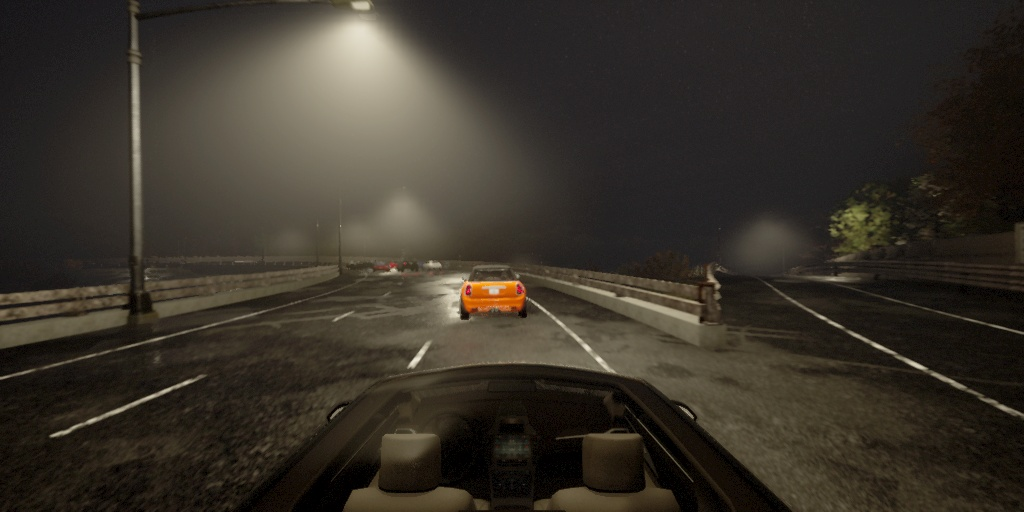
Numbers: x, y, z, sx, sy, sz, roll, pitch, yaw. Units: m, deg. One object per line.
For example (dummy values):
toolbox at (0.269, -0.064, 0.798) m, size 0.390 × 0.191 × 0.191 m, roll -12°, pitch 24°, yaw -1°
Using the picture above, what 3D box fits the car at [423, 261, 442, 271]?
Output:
car at (-11.212, 1.371, 50.419) m, size 1.812 × 1.442 × 4.674 m, roll -1°, pitch 0°, yaw -28°

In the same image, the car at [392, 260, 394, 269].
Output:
car at (-18.972, 1.421, 57.562) m, size 1.882 × 1.535 × 5.008 m, roll -1°, pitch 0°, yaw -33°

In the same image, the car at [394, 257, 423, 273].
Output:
car at (-13.955, 1.107, 48.089) m, size 2.150 × 2.045 × 5.566 m, roll -1°, pitch 0°, yaw -25°

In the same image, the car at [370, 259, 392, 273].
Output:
car at (-17.727, 1.501, 48.710) m, size 1.994 × 1.385 × 4.181 m, roll -1°, pitch 0°, yaw -18°

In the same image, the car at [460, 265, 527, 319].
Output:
car at (-0.744, 1.100, 13.057) m, size 2.097 × 1.767 × 4.553 m, roll -1°, pitch 0°, yaw -5°

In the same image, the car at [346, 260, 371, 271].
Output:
car at (-21.625, 1.456, 52.449) m, size 4.902 × 1.511 × 2.128 m, roll -3°, pitch -1°, yaw -38°
